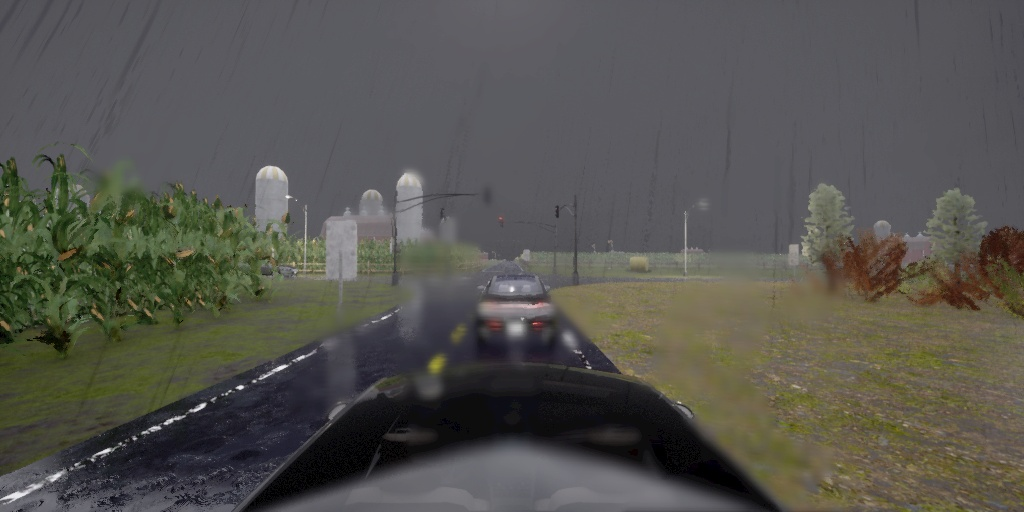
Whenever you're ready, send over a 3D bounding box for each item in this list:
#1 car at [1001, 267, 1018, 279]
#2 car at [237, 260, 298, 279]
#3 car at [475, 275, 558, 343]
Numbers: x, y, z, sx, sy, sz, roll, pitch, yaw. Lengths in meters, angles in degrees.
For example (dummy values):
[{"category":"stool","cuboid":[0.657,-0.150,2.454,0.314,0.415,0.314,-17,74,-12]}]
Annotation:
[{"category":"car","cuboid":[48.659,1.720,33.524,4.674,1.442,1.812,1,-1,-5]},{"category":"car","cuboid":[-19.947,1.059,28.811,4.902,1.511,2.128,0,-1,-4]},{"category":"car","cuboid":[0.099,1.245,9.660,2.128,1.511,4.902,0,0,0]}]
